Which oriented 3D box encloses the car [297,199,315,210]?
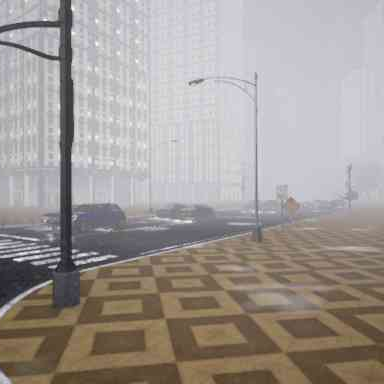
[{"bbox_3d":[16.299,1.919,47.987,1.895,1.301,4.718,0,0,32],"label":"car"}]

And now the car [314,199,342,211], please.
[{"bbox_3d":[18.809,1.849,45.874,2.033,1.411,5.357,0,0,31],"label":"car"}]

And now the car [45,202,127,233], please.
[{"bbox_3d":[-6.226,1.463,20.548,2.097,1.767,4.553,0,-1,34],"label":"car"}]

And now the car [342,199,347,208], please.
[{"bbox_3d":[24.203,1.836,54.729,1.882,1.535,5.008,0,0,31],"label":"car"}]

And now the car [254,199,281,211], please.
[{"bbox_3d":[10.701,1.809,45.519,1.837,1.490,4.892,0,-1,33],"label":"car"}]

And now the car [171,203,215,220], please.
[{"bbox_3d":[0.409,1.752,30.297,1.994,1.385,4.181,0,-1,34],"label":"car"}]

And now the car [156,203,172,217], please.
[{"bbox_3d":[-1.667,1.772,33.015,1.994,1.385,4.181,0,-1,34],"label":"car"}]

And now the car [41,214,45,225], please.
[{"bbox_3d":[-8.146,1.626,23.543,2.128,1.511,4.902,0,-1,34],"label":"car"}]

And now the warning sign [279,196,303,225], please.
[{"bbox_3d":[6.841,1.248,22.944,1.300,1.860,1.060,0,0,34],"label":"warning sign"}]

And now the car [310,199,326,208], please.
[{"bbox_3d":[21.478,1.898,56.502,1.812,1.442,4.674,0,0,31],"label":"car"}]

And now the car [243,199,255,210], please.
[{"bbox_3d":[9.232,1.807,49.190,1.882,1.535,5.008,0,-1,33],"label":"car"}]
